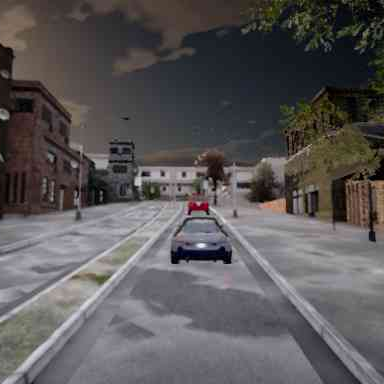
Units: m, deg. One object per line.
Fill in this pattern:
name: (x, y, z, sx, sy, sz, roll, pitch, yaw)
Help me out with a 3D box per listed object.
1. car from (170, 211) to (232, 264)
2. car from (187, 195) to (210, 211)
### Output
car: (0.312, 1.586, 12.011, 1.994, 1.385, 4.181, 0, 0, 1)
car: (0.680, 1.282, 35.115, 2.150, 2.045, 5.566, 0, 0, 0)
